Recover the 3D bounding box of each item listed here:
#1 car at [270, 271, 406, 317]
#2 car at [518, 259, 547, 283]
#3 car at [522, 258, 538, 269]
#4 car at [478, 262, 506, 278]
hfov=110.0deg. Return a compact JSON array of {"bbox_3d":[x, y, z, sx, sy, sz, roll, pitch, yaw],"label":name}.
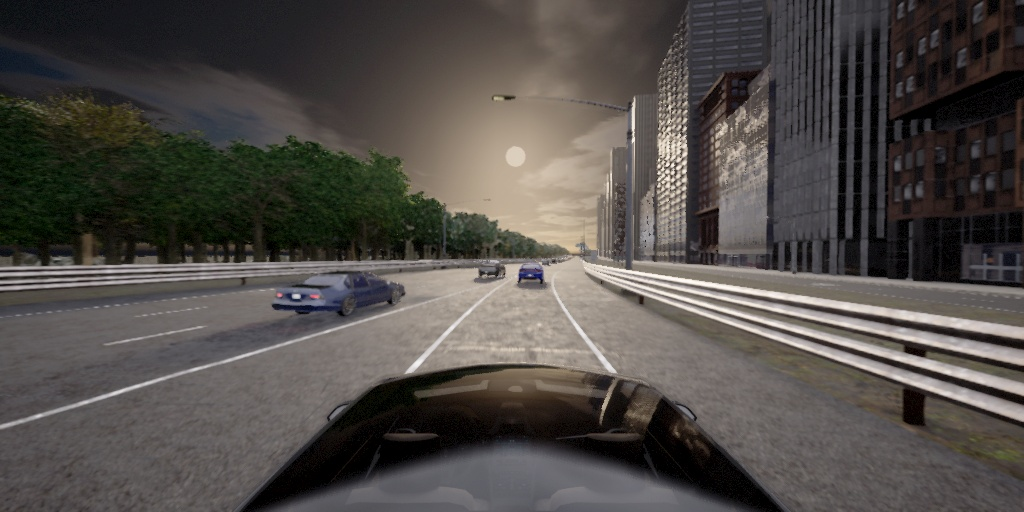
[{"bbox_3d":[-5.858,1.238,12.965,2.033,1.411,5.357,1,0,11],"label":"car"},{"bbox_3d":[1.605,1.275,28.926,1.882,1.535,5.008,0,0,6],"label":"car"},{"bbox_3d":[3.019,1.235,59.740,2.097,1.767,4.553,1,0,11],"label":"car"},{"bbox_3d":[-1.822,1.264,34.263,2.128,1.511,4.902,1,0,11],"label":"car"}]
